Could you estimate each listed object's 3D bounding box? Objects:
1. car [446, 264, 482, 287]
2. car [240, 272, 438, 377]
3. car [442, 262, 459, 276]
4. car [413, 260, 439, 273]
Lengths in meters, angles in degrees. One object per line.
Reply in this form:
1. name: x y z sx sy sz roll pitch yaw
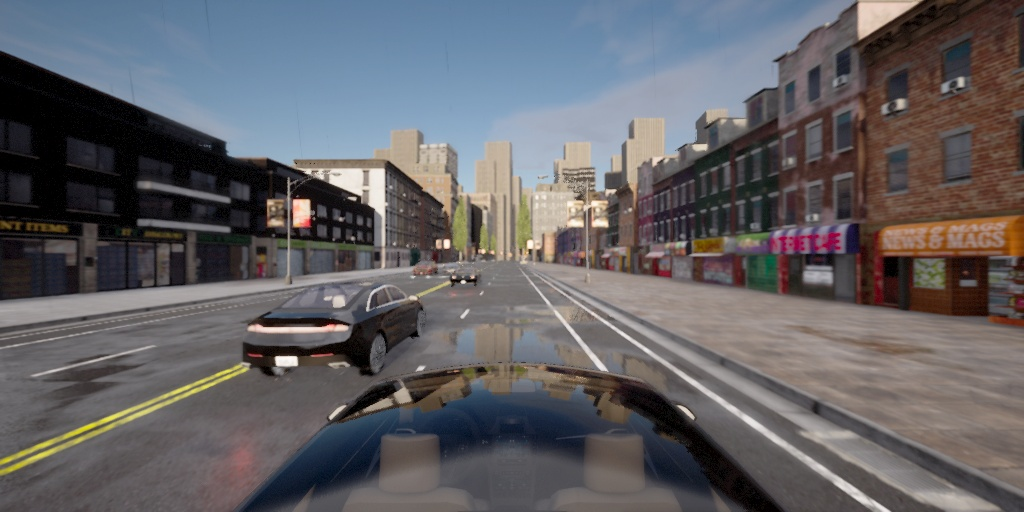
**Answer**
1. car: -3.233 1.457 26.017 1.895 1.301 4.718 0 0 0
2. car: -3.166 1.272 7.450 2.128 1.511 4.902 0 0 0
3. car: -6.643 1.459 40.635 1.812 1.442 4.674 0 0 0
4. car: -9.892 1.298 41.386 2.097 1.767 4.553 0 0 0
